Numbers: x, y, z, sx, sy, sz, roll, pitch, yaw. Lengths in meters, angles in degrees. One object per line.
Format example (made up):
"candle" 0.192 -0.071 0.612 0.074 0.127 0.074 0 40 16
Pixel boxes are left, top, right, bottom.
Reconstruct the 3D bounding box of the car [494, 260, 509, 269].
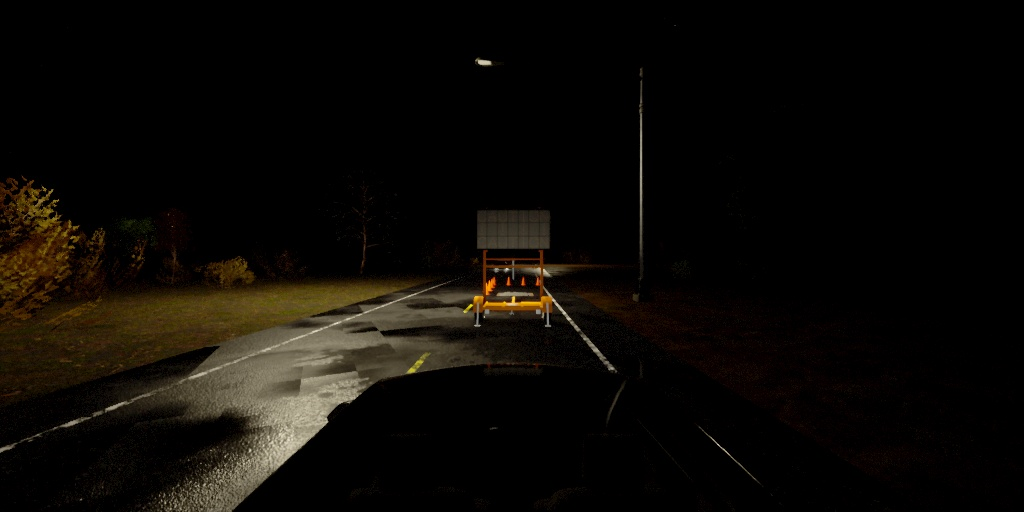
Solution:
"car" -1.617 1.091 57.747 2.097 1.767 4.553 0 0 4

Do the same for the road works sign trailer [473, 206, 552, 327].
"road works sign trailer" 0.042 0.214 11.548 2.380 3.560 2.880 0 0 1
